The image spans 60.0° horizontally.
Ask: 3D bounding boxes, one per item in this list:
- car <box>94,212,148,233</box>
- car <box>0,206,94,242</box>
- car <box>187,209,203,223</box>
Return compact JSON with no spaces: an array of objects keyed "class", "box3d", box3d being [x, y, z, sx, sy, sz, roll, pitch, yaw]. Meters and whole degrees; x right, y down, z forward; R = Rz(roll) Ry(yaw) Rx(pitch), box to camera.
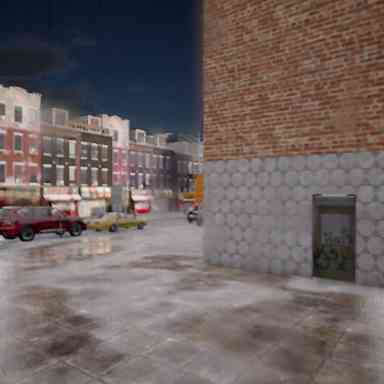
[{"class":"car","box3d":[-5.172,2.040,23.591,1.752,1.417,4.829,-1,-2,36]},{"class":"car","box3d":[-8.509,1.725,18.956,2.192,1.841,5.009,-1,-2,36]},{"class":"car","box3d":[1.202,2.282,32.456,1.947,1.339,4.313,-1,-2,36]}]
